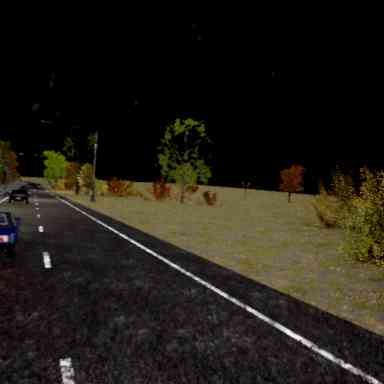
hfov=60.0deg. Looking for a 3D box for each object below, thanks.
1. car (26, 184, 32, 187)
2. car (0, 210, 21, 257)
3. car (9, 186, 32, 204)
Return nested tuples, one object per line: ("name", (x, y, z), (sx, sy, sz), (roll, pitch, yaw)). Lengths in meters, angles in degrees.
("car", (-29.425, -0.155, 58.475), (1.837, 1.490, 4.892), (3, 0, -26))
("car", (-6.677, 1.227, 10.877), (1.895, 1.301, 4.718), (3, 0, -26))
("car", (-18.924, 0.419, 36.508), (1.882, 1.535, 5.008), (3, 0, -26))
